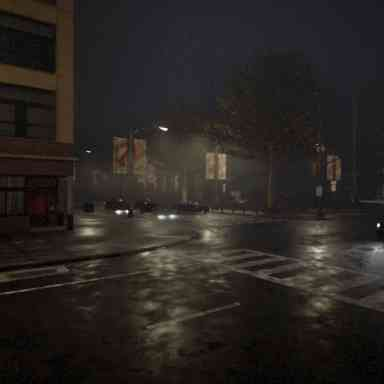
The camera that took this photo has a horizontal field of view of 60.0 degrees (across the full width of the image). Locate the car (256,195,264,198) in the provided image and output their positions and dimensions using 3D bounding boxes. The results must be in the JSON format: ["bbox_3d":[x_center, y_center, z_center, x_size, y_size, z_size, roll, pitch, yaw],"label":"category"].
[{"bbox_3d":[17.621,1.463,83.113,1.895,1.301,4.718,0,0,-36],"label":"car"}]

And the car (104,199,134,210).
[{"bbox_3d":[-9.500,1.564,42.028,1.994,1.385,4.181,0,0,-35],"label":"car"}]

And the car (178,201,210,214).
[{"bbox_3d":[-0.182,1.601,35.001,1.895,1.301,4.718,0,0,-36],"label":"car"}]

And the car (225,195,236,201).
[{"bbox_3d":[7.962,1.413,76.676,2.161,1.482,4.786,0,0,-36],"label":"car"}]

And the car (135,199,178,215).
[{"bbox_3d":[-3.676,1.564,33.872,1.994,1.385,4.181,0,0,-36],"label":"car"}]

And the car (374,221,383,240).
[{"bbox_3d":[10.707,1.599,15.902,4.718,1.301,1.895,0,0,-35],"label":"car"}]

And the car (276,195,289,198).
[{"bbox_3d":[18.430,1.320,69.180,2.002,1.452,4.674,0,0,-36],"label":"car"}]
